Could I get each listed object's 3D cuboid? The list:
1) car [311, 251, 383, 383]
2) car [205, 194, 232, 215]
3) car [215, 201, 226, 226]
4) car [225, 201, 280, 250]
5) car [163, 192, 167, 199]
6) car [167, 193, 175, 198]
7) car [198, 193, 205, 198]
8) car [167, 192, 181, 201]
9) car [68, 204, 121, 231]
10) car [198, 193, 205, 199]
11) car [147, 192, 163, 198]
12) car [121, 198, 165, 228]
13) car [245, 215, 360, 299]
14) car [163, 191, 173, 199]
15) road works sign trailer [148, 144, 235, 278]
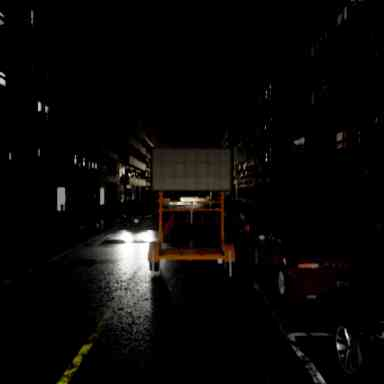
[{"bbox_3d":[2.690,1.549,2.513,1.947,1.339,4.313,0,0,0],"label":"car"},{"bbox_3d":[2.661,1.112,30.693,2.192,1.841,5.009,0,0,0],"label":"car"},{"bbox_3d":[2.672,1.423,19.421,2.008,1.369,4.403,0,0,0],"label":"car"},{"bbox_3d":[2.679,1.350,13.785,1.967,1.590,4.097,0,0,0],"label":"car"},{"bbox_3d":[-5.745,0.957,53.233,2.192,1.841,5.009,0,0,0],"label":"car"},{"bbox_3d":[-5.788,0.912,92.688,1.887,1.381,4.507,0,0,0],"label":"car"},{"bbox_3d":[2.592,0.912,92.693,1.887,1.381,4.507,0,0,0],"label":"car"},{"bbox_3d":[-3.121,1.109,61.793,1.812,1.442,4.674,0,0,0],"label":"car"},{"bbox_3d":[-5.709,1.438,19.415,1.947,1.339,4.313,0,0,0],"label":"car"},{"bbox_3d":[2.604,0.971,81.590,1.752,1.417,4.829,0,0,0],"label":"car"},{"bbox_3d":[-5.739,1.121,47.597,1.967,1.590,4.097,0,0,0],"label":"car"},{"bbox_3d":[-3.122,1.353,21.058,2.128,1.511,4.902,0,0,0],"label":"car"},{"bbox_3d":[2.685,1.491,8.149,1.887,1.381,4.507,0,0,0],"label":"car"},{"bbox_3d":[-5.775,0.761,81.414,2.192,1.841,5.009,0,0,0],"label":"car"},{"bbox_3d":[-0.009,0.399,9.908,2.380,3.560,2.880,0,0,0],"label":"road works sign trailer"}]
